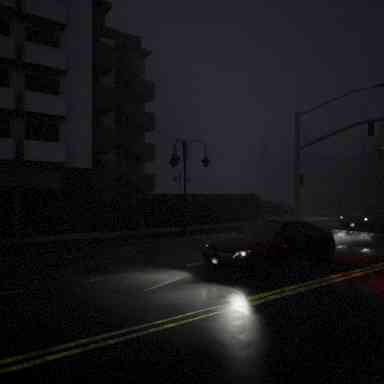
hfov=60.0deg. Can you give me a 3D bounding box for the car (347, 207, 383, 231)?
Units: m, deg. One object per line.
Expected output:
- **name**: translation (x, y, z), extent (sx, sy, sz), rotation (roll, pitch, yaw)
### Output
- **car**: translation (11.044, 1.601, 20.409), extent (4.718, 1.301, 1.895), rotation (0, 0, -35)

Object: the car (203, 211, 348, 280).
- **car**: translation (2.493, 1.526, 10.048), extent (4.674, 1.442, 1.812), rotation (0, 0, -35)

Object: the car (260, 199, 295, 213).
- **car**: translation (7.769, 1.478, 32.176), extent (1.882, 1.535, 5.008), rotation (0, 0, -38)
